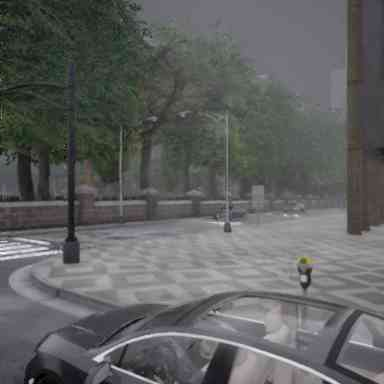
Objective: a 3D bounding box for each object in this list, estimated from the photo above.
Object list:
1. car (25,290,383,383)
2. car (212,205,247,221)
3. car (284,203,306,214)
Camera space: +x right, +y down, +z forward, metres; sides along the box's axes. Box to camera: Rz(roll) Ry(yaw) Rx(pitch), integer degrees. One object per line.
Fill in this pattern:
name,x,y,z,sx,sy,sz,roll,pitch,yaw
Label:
car,0.365,1.547,2.704,4.403,1.369,2.008,0,0,36
car,3.816,2.088,33.171,1.837,1.490,4.892,0,-1,35
car,15.253,2.382,49.229,2.097,1.767,4.553,0,-1,35
